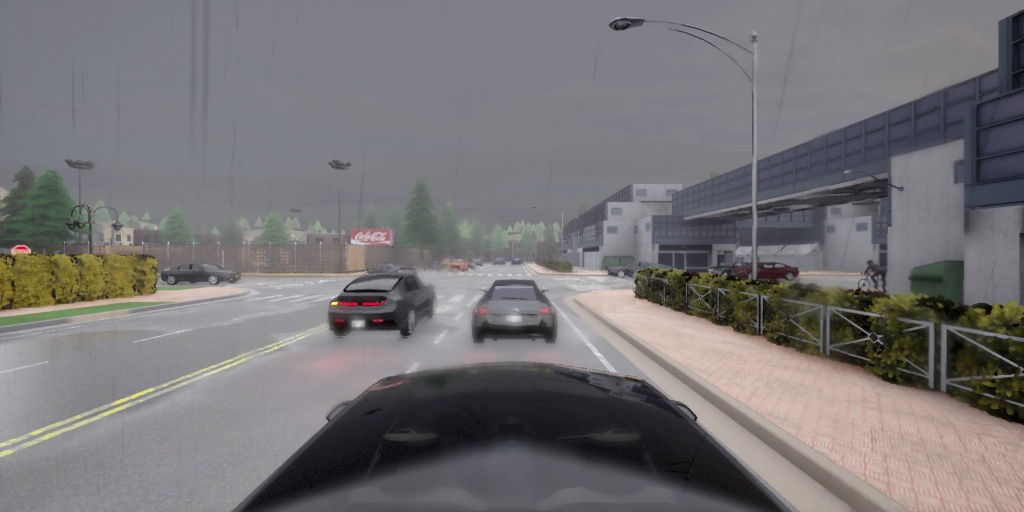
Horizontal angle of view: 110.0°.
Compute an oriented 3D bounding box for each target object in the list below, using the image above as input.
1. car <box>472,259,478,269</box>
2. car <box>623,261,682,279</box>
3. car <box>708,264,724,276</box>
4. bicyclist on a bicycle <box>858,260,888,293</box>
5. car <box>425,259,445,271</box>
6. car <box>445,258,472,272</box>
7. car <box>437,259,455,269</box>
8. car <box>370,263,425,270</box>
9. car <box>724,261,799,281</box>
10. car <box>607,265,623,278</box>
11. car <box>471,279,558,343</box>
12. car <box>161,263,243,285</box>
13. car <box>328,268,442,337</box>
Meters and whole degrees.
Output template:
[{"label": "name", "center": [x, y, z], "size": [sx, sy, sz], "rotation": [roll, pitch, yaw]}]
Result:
[{"label": "car", "center": [-6.861, 1.351, 55.628], "size": [1.895, 1.301, 4.718], "rotation": [0, 0, 1]}, {"label": "car", "center": [11.834, 1.314, 29.656], "size": [4.181, 1.385, 1.994], "rotation": [0, 0, -1]}, {"label": "car", "center": [20.766, 1.241, 33.147], "size": [4.902, 1.511, 2.128], "rotation": [0, 0, 0]}, {"label": "bicyclist on a bicycle", "center": [18.320, 1.053, 18.167], "size": [0.582, 1.620, 1.656], "rotation": [0, 0, 0]}, {"label": "car", "center": [-10.431, 1.314, 47.785], "size": [1.994, 1.385, 4.181], "rotation": [0, 0, 1]}, {"label": "car", "center": [-6.941, 1.102, 46.641], "size": [2.097, 1.767, 4.553], "rotation": [0, 0, 1]}, {"label": "car", "center": [-10.350, 1.227, 56.427], "size": [1.882, 1.535, 5.008], "rotation": [0, 0, 1]}, {"label": "car", "center": [-8.950, 1.240, 26.516], "size": [4.902, 1.511, 2.128], "rotation": [0, 0, 41]}, {"label": "car", "center": [20.806, 1.228, 29.646], "size": [5.008, 1.535, 1.882], "rotation": [0, 0, 0]}, {"label": "car", "center": [11.351, 1.255, 33.198], "size": [4.892, 1.490, 1.837], "rotation": [0, 0, 1]}, {"label": "car", "center": [0.071, 1.314, 9.676], "size": [1.994, 1.385, 4.181], "rotation": [0, 0, 1]}, {"label": "car", "center": [-21.835, 1.238, 25.335], "size": [4.892, 1.490, 1.837], "rotation": [0, 0, 0]}, {"label": "car", "center": [-3.443, 1.254, 10.306], "size": [1.837, 1.490, 4.892], "rotation": [0, 0, -1]}]
